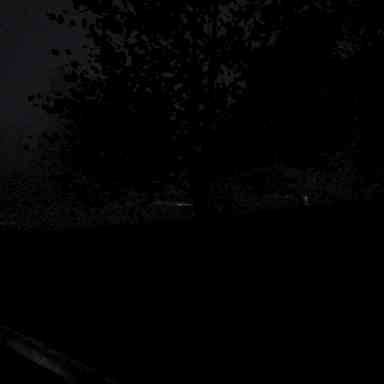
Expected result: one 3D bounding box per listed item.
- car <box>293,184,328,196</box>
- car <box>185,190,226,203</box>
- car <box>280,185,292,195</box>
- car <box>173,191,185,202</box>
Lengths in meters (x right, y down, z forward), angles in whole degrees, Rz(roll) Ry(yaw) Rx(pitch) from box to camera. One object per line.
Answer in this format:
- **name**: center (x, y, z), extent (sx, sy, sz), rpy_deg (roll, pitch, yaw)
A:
- **car**: center (16.895, -0.410, 46.385), extent (4.674, 1.442, 1.812), rpy_deg (-3, 3, -25)
- **car**: center (1.921, 0.515, 38.061), extent (4.674, 1.442, 1.812), rpy_deg (-3, 3, -33)
- **car**: center (15.423, -0.414, 49.561), extent (5.008, 1.535, 1.882), rpy_deg (-3, 2, -25)
- **car**: center (-0.021, 0.387, 40.967), extent (5.008, 1.535, 1.882), rpy_deg (-3, 3, -33)
